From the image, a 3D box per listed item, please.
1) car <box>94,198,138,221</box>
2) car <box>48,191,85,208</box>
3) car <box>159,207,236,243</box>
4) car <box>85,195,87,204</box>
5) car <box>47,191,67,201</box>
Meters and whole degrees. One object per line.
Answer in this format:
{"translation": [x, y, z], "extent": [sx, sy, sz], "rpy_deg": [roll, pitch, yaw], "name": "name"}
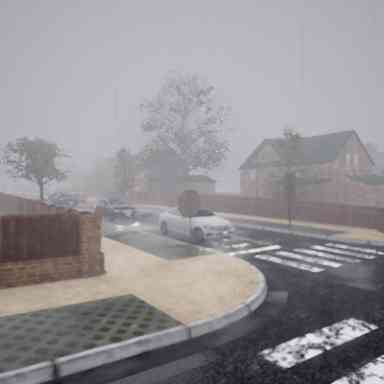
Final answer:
{"translation": [-5.641, 1.184, 24.328], "extent": [2.128, 1.511, 4.902], "rpy_deg": [-1, 2, -34], "name": "car"}
{"translation": [-13.671, 0.905, 36.031], "extent": [2.128, 1.511, 4.902], "rpy_deg": [-1, 2, -34], "name": "car"}
{"translation": [0.072, 1.423, 16.091], "extent": [1.812, 1.442, 4.674], "rpy_deg": [-1, 2, -36], "name": "car"}
{"translation": [-15.120, 0.733, 43.204], "extent": [1.882, 1.535, 5.008], "rpy_deg": [-1, 1, -34], "name": "car"}
{"translation": [-20.884, 0.572, 51.500], "extent": [1.837, 1.490, 4.892], "rpy_deg": [-1, 1, -35], "name": "car"}
